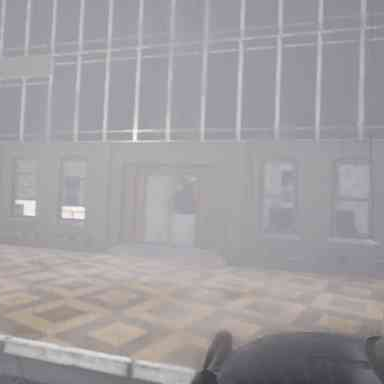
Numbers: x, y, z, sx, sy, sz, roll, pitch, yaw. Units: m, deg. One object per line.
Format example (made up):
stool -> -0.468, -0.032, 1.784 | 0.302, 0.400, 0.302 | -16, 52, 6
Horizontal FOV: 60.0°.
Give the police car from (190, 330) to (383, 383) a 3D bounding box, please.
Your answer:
police car -> 2.517, 1.633, 2.316 | 5.238, 1.638, 1.930 | 2, -2, 15
